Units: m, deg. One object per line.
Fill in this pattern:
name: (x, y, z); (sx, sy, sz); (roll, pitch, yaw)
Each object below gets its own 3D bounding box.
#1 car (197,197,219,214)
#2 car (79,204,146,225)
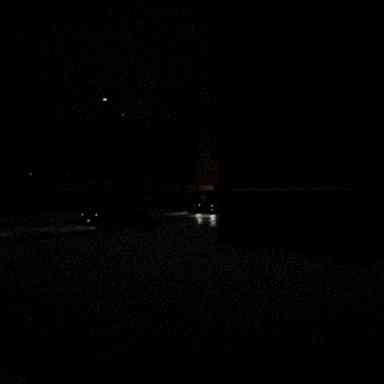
car: (2.483, 1.275, 34.570); (2.097, 1.767, 4.553); (0, 0, 36)
car: (-5.475, 1.551, 23.454); (1.895, 1.301, 4.718); (0, 0, 36)
